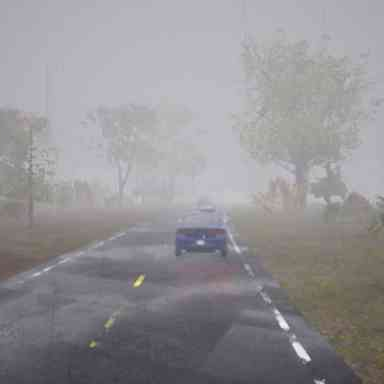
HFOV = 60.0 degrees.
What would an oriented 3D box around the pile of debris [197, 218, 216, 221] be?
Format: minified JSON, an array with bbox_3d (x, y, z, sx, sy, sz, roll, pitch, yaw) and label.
[{"bbox_3d":[1.277,2.340,28.224,1.500,0.140,1.860,0,0,5],"label":"pile of debris"}]

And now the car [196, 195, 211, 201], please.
[{"bbox_3d":[2.141,1.556,58.922,2.150,2.045,5.566,0,0,10],"label":"car"}]

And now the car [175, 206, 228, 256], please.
[{"bbox_3d":[0.418,1.558,13.594,1.882,1.535,5.008,0,0,3],"label":"car"}]

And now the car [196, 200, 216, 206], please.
[{"bbox_3d":[1.335,1.688,28.026,1.812,1.442,4.674,0,0,5],"label":"car"}]
